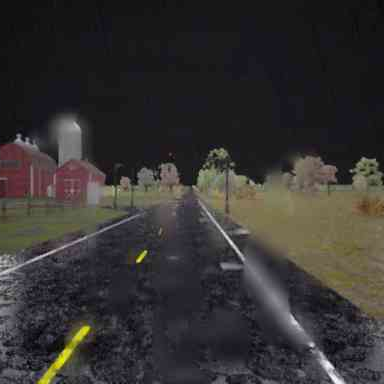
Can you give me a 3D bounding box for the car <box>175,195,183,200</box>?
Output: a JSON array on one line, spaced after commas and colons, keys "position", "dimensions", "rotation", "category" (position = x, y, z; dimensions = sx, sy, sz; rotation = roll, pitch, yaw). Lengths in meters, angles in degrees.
[{"position": [-3.526, 1.529, 88.586], "dimensions": [1.994, 1.385, 4.181], "rotation": [0, 0, 0], "category": "car"}]
